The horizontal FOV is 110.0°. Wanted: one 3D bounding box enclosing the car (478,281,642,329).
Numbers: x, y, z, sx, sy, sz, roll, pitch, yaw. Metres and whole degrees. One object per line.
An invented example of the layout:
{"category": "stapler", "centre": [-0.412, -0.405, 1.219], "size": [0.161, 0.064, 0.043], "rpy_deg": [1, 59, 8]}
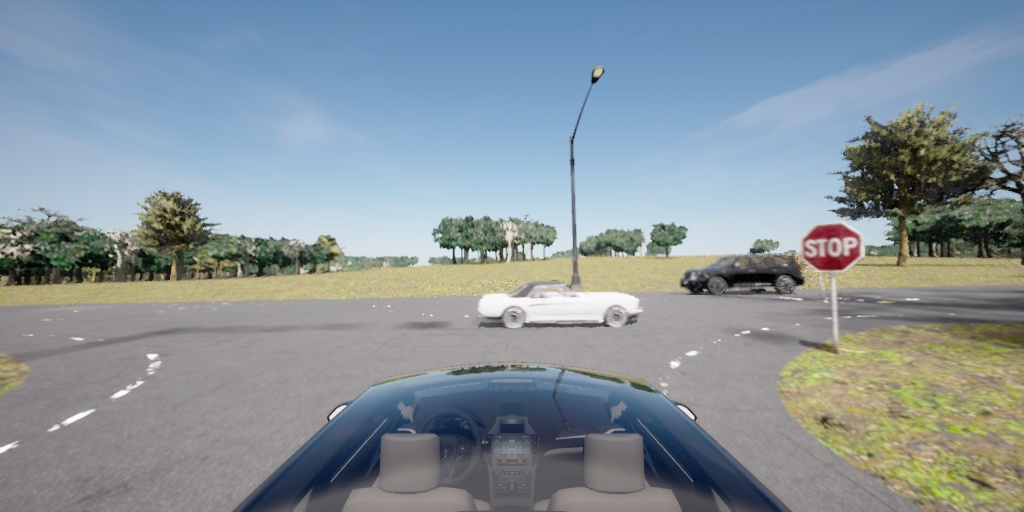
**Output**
{"category": "car", "centre": [1.397, 1.424, 10.958], "size": [4.718, 1.301, 1.895], "rpy_deg": [-1, -1, -1]}

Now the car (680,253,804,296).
{"category": "car", "centre": [11.533, 0.938, 18.161], "size": [5.566, 2.045, 2.150], "rpy_deg": [-1, -3, -1]}
